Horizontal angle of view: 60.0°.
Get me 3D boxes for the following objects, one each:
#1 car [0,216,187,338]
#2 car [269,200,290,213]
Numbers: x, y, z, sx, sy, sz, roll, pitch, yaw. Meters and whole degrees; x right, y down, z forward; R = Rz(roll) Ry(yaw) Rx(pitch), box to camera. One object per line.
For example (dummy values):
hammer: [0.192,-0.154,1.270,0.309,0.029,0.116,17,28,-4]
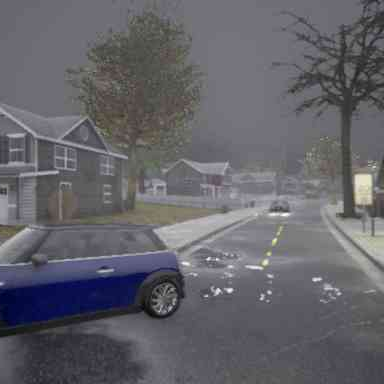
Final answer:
car: [-2.375,1.297,5.737,4.553,1.767,2.097,3,-3,-35]
car: [9.722,1.571,36.704,1.994,1.385,4.181,-1,0,20]
